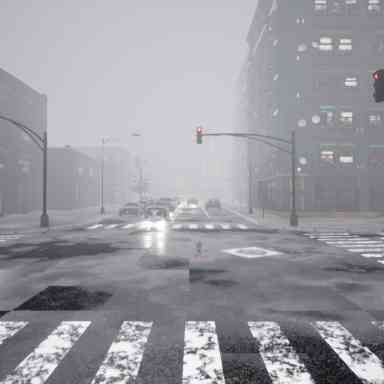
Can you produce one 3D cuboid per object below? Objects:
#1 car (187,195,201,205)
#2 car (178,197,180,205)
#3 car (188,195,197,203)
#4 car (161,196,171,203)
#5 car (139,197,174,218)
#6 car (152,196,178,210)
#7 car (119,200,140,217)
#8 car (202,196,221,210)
[{"bbox_3d":[0.129,1.579,59.974,1.994,1.385,4.181,0,0,0],"label":"car"},{"bbox_3d":[-3.065,1.537,47.884,1.812,1.442,4.674,0,0,0],"label":"car"},{"bbox_3d":[0.119,1.495,69.940,1.882,1.535,5.008,0,0,0],"label":"car"},{"bbox_3d":[-5.637,1.600,71.525,1.802,1.307,4.206,1,0,0],"label":"car"},{"bbox_3d":[-3.081,1.499,29.870,2.128,1.511,4.902,0,0,0],"label":"car"},{"bbox_3d":[-3.074,1.361,38.889,2.097,1.767,4.553,0,0,0],"label":"car"},{"bbox_3d":[-5.735,1.552,31.723,1.887,1.381,4.507,1,0,0],"label":"car"},{"bbox_3d":[2.730,1.450,43.148,1.967,1.590,4.097,1,0,0],"label":"car"}]
